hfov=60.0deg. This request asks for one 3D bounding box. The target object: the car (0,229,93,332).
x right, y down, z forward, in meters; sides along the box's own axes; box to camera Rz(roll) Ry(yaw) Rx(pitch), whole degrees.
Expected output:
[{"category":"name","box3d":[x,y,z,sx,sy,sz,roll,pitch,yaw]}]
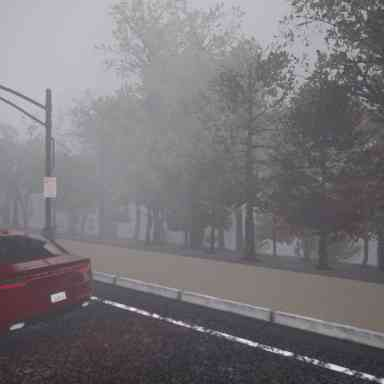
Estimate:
[{"category":"car","box3d":[-4.086,1.477,6.598,5.008,1.535,1.882,0,0,36]}]
